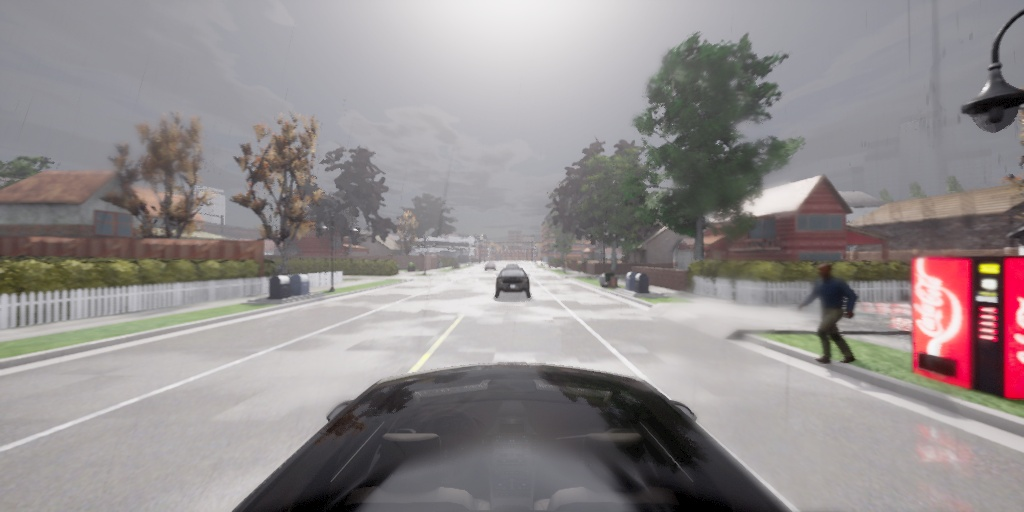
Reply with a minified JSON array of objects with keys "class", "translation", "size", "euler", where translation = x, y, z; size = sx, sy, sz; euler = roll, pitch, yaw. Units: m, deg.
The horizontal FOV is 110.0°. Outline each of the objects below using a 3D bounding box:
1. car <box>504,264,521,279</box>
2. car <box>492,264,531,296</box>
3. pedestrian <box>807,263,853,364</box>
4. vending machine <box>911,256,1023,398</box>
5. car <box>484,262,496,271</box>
[{"class":"car","translation":[0.064,1.633,39.589],"size":[1.837,1.490,4.892],"euler":[0,0,0]},{"class":"car","translation":[0.060,1.438,20.919],"size":[1.882,1.535,5.008],"euler":[0,-1,0]},{"class":"pedestrian","translation":[5.614,0.985,6.337],"size":[0.375,1.860,0.375],"euler":[0,0,0]},{"class":"vending machine","translation":[6.886,0.984,5.288],"size":[1.100,2.100,0.880],"euler":[0,0,0]},{"class":"car","translation":[-3.526,1.753,58.727],"size":[1.812,1.442,4.674],"euler":[0,0,1]}]
